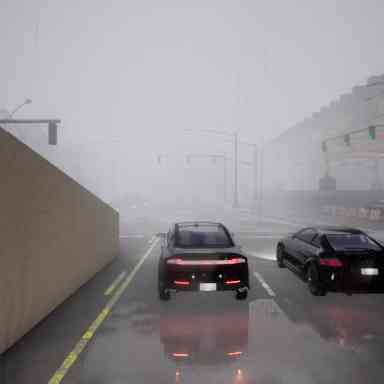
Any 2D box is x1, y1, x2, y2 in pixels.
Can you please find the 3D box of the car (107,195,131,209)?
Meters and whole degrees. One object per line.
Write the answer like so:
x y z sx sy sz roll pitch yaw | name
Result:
-10.344 1.547 46.022 2.033 1.411 5.357 0 0 2 | car

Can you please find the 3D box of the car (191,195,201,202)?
0.864 1.355 69.974 2.033 1.411 5.357 0 0 1 | car

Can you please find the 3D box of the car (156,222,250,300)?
0.137 1.492 8.393 2.128 1.511 4.902 0 0 -4 | car

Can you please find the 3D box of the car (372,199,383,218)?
17.476 1.295 26.778 1.853 1.218 4.536 0 0 -35 | car

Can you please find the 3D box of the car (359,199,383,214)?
17.590 1.295 31.464 4.536 1.218 1.853 0 0 -45 | car

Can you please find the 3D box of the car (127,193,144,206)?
-10.083 1.221 55.953 2.150 2.045 5.566 0 0 2 | car

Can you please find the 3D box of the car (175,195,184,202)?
-2.635 1.355 70.063 2.033 1.411 5.357 0 0 1 | car

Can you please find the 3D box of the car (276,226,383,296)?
3.575 1.564 8.676 1.994 1.385 4.181 0 0 0 | car

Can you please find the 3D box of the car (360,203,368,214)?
17.553 1.453 31.427 4.974 1.542 2.038 0 0 -45 | car

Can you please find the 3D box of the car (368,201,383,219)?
17.446 1.453 26.820 2.038 1.542 4.974 0 0 -35 | car

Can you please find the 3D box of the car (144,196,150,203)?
-9.732 1.564 66.937 1.994 1.385 4.181 0 0 2 | car
